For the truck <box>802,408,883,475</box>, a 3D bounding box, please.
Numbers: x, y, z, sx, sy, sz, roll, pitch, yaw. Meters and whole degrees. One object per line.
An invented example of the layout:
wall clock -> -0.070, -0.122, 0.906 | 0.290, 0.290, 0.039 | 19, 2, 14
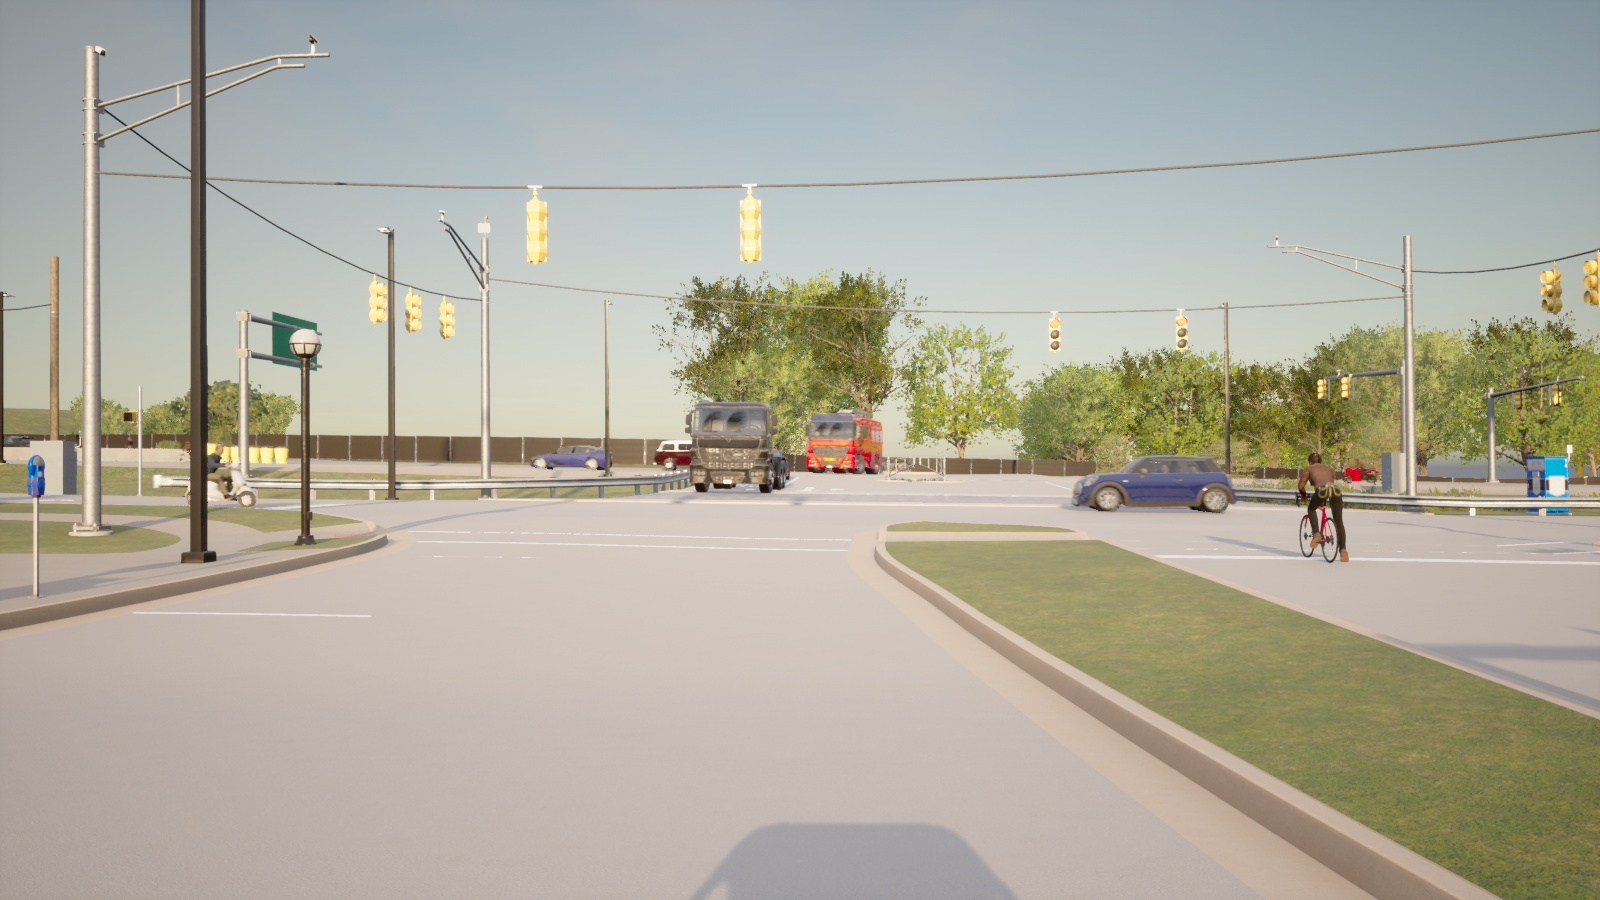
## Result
truck -> 2.719, -0.464, 76.193 | 2.891, 3.827, 8.468 | 1, -1, 16

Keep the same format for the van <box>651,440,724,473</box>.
van -> -7.171, 0.428, 80.422 | 4.480, 2.038, 2.069 | 0, -1, -1

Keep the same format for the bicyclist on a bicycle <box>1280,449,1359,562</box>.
bicyclist on a bicycle -> 7.829, 0.808, 18.989 | 0.582, 1.620, 1.656 | 0, 0, 4

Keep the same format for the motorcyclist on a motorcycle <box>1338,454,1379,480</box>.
motorcyclist on a motorcycle -> 32.671, 0.993, 73.486 | 2.044, 1.523, 0.797 | 0, -1, 4

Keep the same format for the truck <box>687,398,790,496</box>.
truck -> -2.240, -0.134, 48.801 | 2.891, 3.462, 7.936 | 0, 0, 5

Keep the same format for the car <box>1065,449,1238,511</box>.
car -> 10.252, 0.862, 36.933 | 4.553, 1.767, 2.097 | 0, -1, 4

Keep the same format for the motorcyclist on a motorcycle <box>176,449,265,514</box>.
motorcyclist on a motorcycle -> -14.522, 0.785, 31.479 | 1.817, 1.590, 0.866 | -1, -1, 3

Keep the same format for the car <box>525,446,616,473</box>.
car -> -13.310, 0.564, 73.114 | 4.792, 1.488, 2.163 | 0, -1, 4
